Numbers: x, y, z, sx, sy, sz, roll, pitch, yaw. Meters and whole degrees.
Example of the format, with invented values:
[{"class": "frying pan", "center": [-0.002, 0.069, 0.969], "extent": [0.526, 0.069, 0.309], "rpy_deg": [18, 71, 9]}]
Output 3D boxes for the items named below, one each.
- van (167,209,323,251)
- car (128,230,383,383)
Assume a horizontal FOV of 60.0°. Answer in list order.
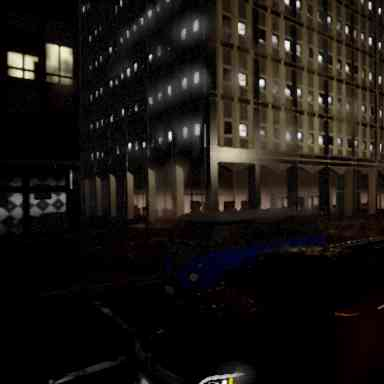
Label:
[{"class": "van", "center": [1.279, 1.305, 7.484], "extent": [3.998, 1.788, 1.690], "rpy_deg": [0, 0, -35]}, {"class": "car", "center": [1.480, 1.501, 4.403], "extent": [4.674, 1.442, 1.812], "rpy_deg": [0, 0, -35]}]
